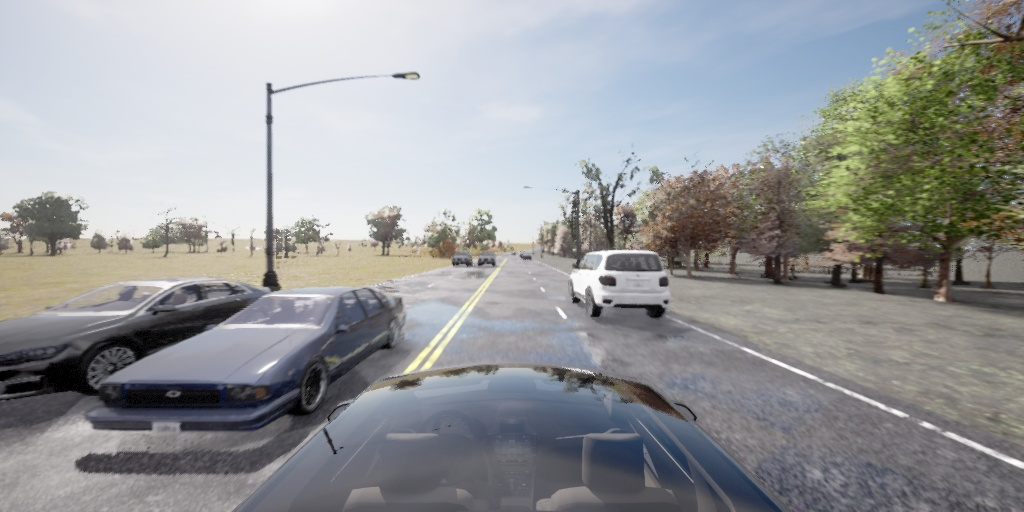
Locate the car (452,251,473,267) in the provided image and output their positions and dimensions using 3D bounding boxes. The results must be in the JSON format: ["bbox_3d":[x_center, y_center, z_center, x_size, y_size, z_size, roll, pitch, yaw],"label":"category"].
[{"bbox_3d":[-6.485,0.374,47.223,2.150,2.045,5.566,0,1,1],"label":"car"}]

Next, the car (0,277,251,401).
[{"bbox_3d":[-6.593,1.178,6.590,2.128,1.511,4.902,0,1,0],"label":"car"}]

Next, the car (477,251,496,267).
[{"bbox_3d":[-3.236,0.382,47.219,2.150,2.045,5.566,0,1,1],"label":"car"}]

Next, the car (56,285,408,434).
[{"bbox_3d":[-3.345,1.247,6.137,2.033,1.411,5.357,0,1,0],"label":"car"}]

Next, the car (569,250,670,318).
[{"bbox_3d":[3.398,0.833,12.347,2.150,2.045,5.566,0,0,0],"label":"car"}]
